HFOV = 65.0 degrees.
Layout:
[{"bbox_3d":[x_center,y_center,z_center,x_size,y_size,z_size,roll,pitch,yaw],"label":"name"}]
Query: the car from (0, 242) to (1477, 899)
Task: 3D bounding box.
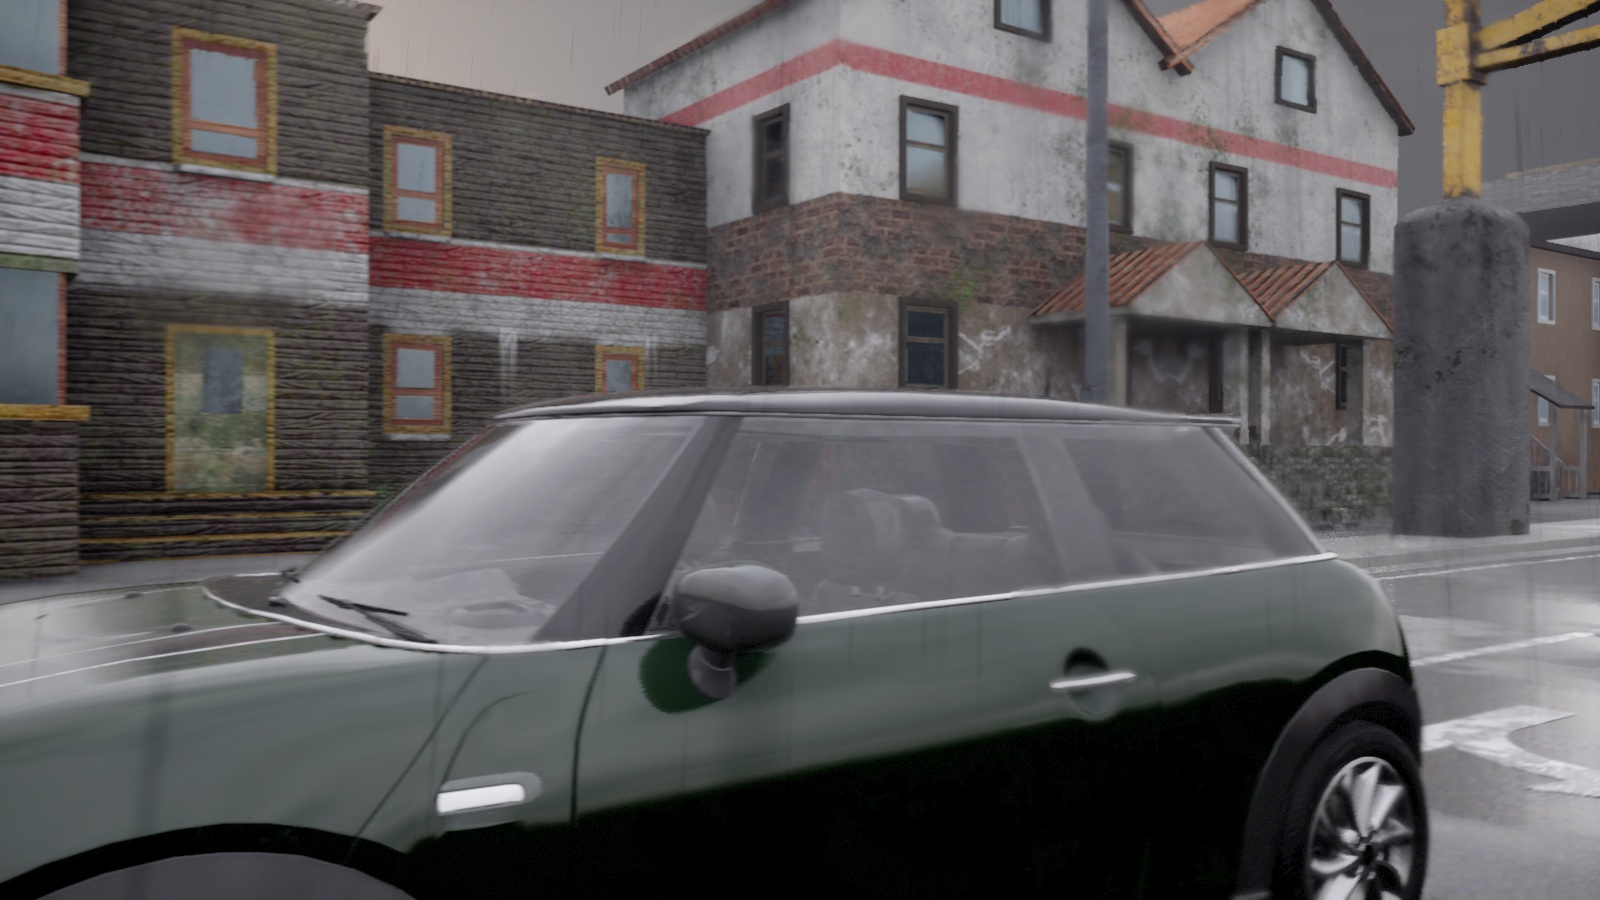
[{"bbox_3d":[-0.417,0.612,3.369,4.553,1.767,2.097,0,0,-35],"label":"car"}]
